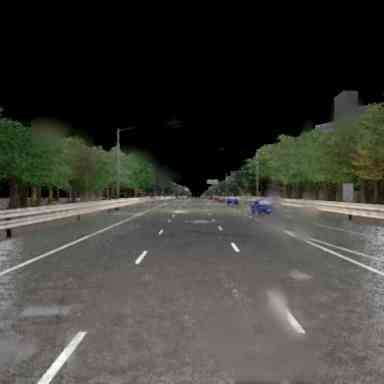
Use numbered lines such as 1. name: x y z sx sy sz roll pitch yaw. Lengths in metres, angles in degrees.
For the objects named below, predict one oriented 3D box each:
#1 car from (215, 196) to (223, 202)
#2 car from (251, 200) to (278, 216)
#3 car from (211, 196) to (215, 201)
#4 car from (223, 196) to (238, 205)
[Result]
1. car: 7.153 1.738 78.978 1.812 1.442 4.674 0 -1 0
2. car: 7.014 1.490 32.574 1.882 1.535 5.008 0 0 0
3. car: 7.258 1.886 94.961 1.882 1.535 5.008 0 -1 0
4. car: 7.062 1.541 59.211 1.882 1.535 5.008 0 0 0
